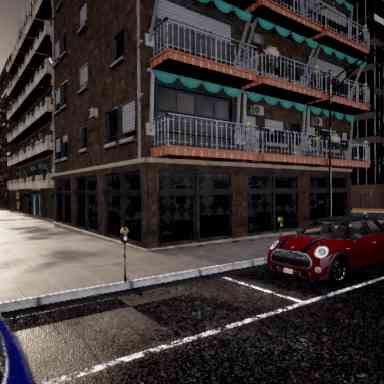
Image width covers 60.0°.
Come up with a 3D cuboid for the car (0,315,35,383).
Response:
[{"bbox_3d":[-2.978,1.352,1.247,4.553,1.767,2.097,0,0,-36],"label":"car"}]

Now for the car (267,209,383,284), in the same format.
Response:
[{"bbox_3d":[4.009,1.439,9.450,4.097,1.590,1.967,0,-1,-36],"label":"car"}]
